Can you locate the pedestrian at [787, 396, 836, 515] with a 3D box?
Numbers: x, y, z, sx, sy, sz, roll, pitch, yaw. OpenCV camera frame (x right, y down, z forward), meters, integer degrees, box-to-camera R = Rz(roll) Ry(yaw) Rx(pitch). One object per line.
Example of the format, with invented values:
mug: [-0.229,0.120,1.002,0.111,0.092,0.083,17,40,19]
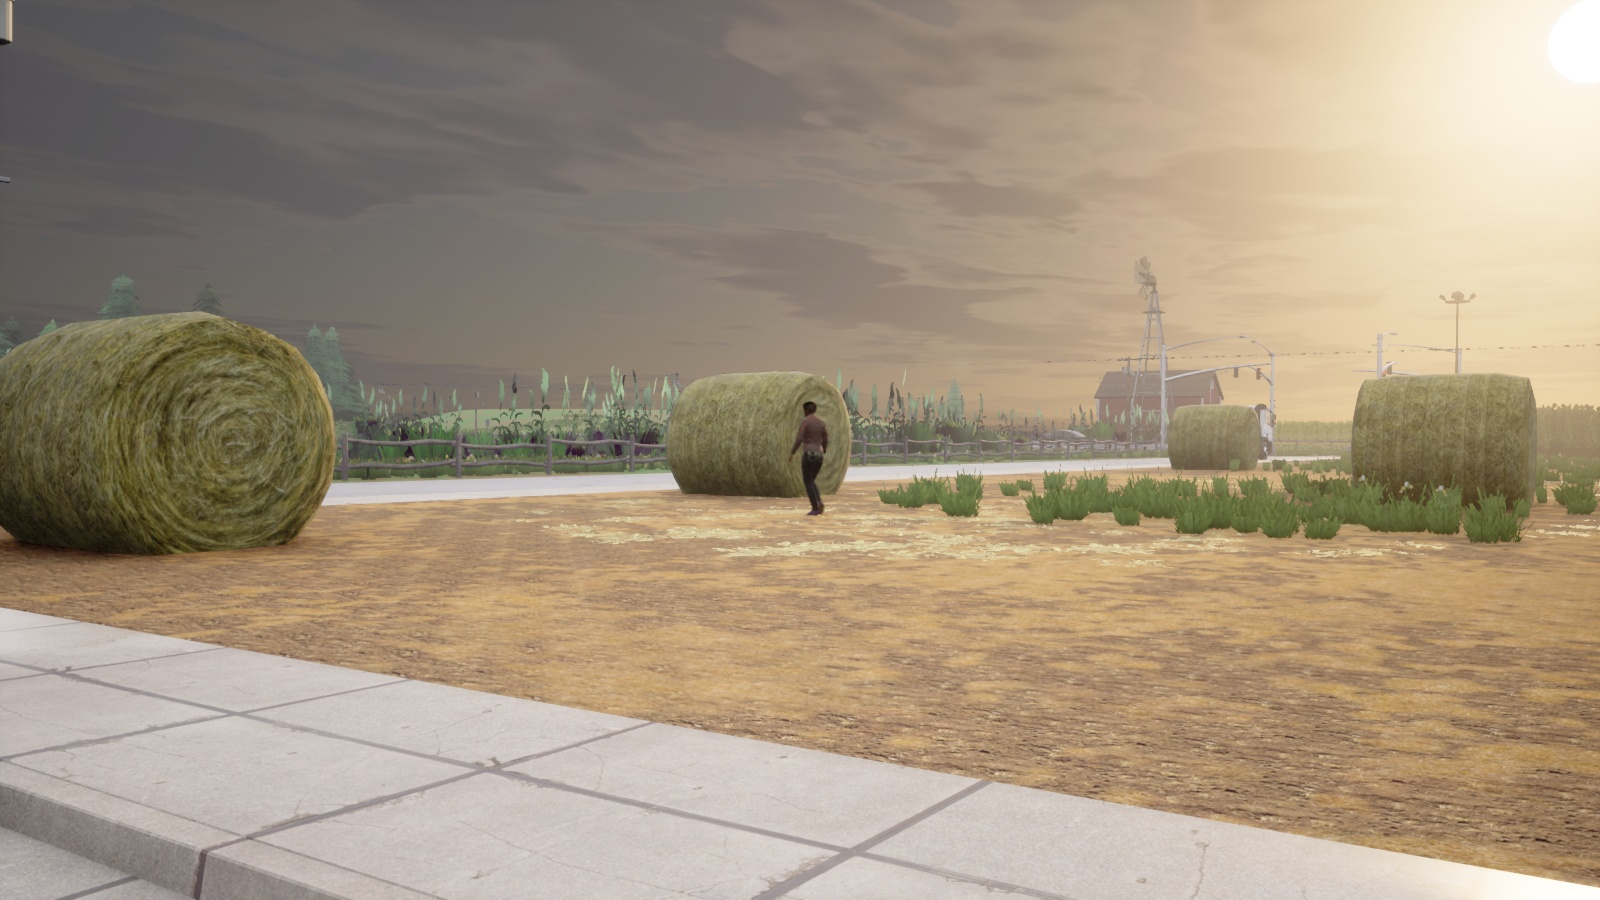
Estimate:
pedestrian: [0.172,0.085,19.492,0.328,1.805,0.869,-1,1,-31]

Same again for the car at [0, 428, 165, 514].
car: [-15.257,0.388,25.279,1.851,1.617,3.988,0,1,36]

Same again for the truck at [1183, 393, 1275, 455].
truck: [25.712,-1.542,74.990,2.891,3.462,7.936,0,1,36]
